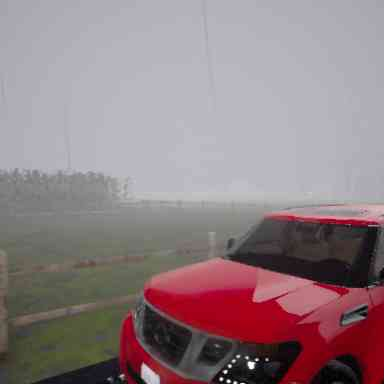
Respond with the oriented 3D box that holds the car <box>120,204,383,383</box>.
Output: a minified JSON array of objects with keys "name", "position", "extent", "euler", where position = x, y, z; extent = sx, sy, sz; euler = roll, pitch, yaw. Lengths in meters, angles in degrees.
[{"name":"car","position":[1.898,1.218,4.422],"extent":[5.566,2.045,2.150],"euler":[0,0,-35]}]
